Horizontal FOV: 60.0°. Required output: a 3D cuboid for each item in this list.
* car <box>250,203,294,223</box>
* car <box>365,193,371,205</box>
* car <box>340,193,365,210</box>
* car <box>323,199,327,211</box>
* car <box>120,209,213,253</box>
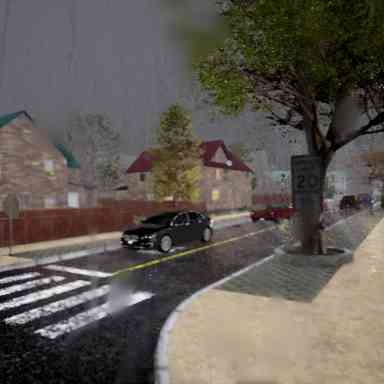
[{"bbox_3d":[5.928,1.519,24.456,1.895,1.301,4.718,-2,-1,33],"label":"car"},{"bbox_3d":[24.834,0.933,48.294,2.097,1.767,4.553,-2,-1,33],"label":"car"},{"bbox_3d":[18.091,1.187,37.852,1.837,1.490,4.892,-2,-1,33],"label":"car"},{"bbox_3d":[12.487,1.171,34.581,2.097,1.767,4.553,-2,-1,33],"label":"car"},{"bbox_3d":[-0.880,1.525,13.986,1.837,1.490,4.892,-2,0,34],"label":"car"}]
